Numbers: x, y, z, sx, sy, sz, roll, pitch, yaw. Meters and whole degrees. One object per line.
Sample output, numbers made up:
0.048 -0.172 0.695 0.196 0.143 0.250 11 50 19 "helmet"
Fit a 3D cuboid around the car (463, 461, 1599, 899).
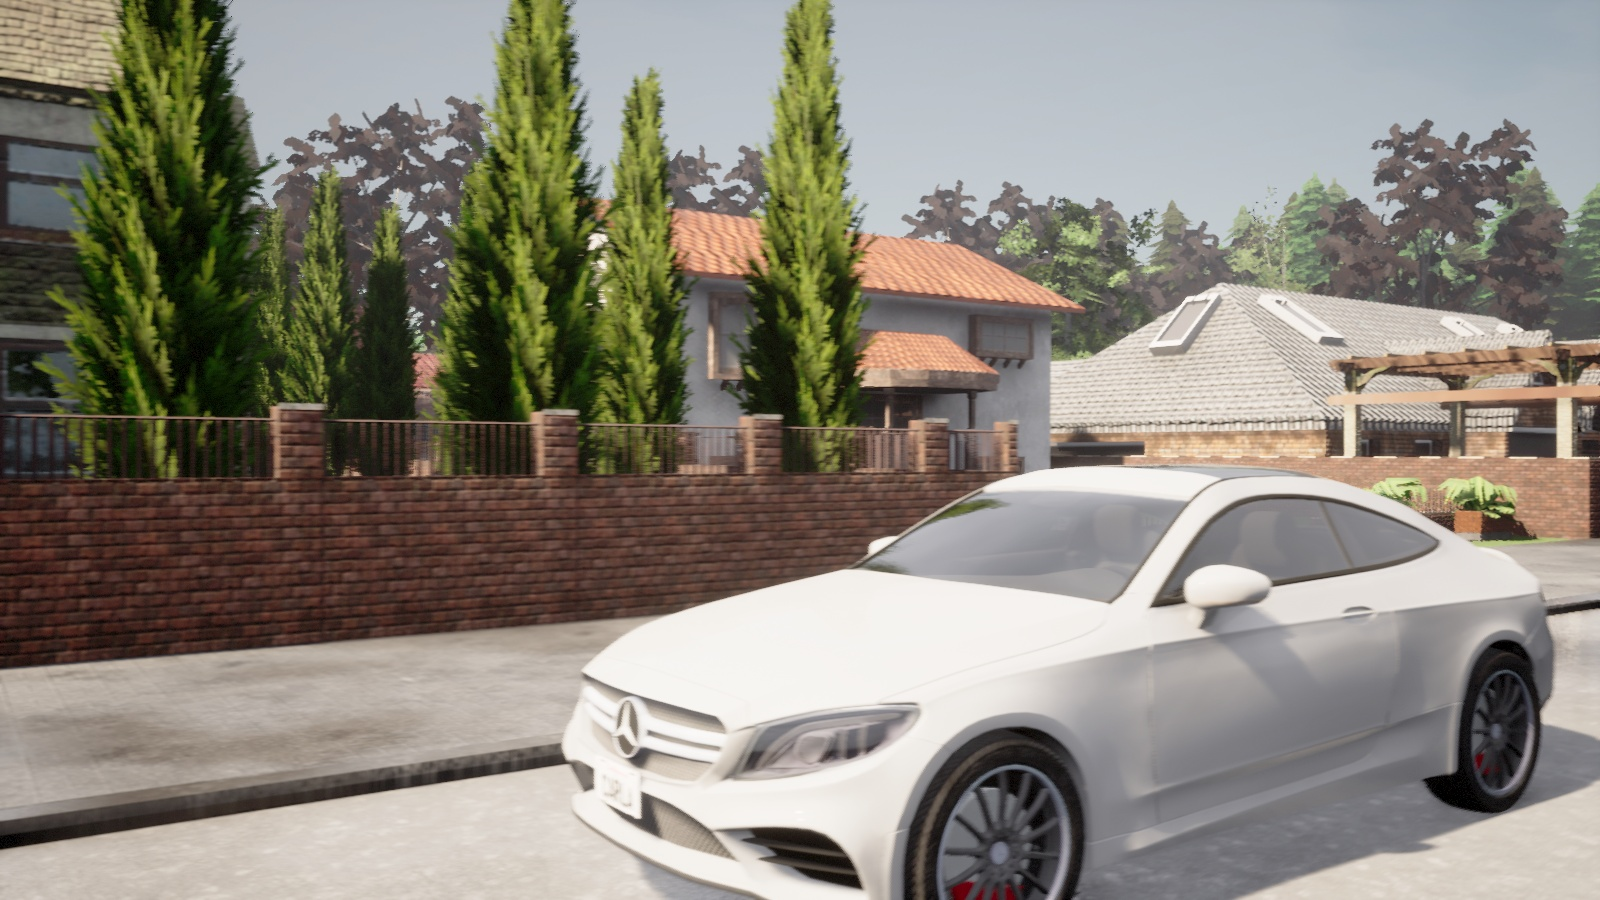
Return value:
1.221 0.781 5.118 4.674 1.442 1.812 0 0 -35 "car"
